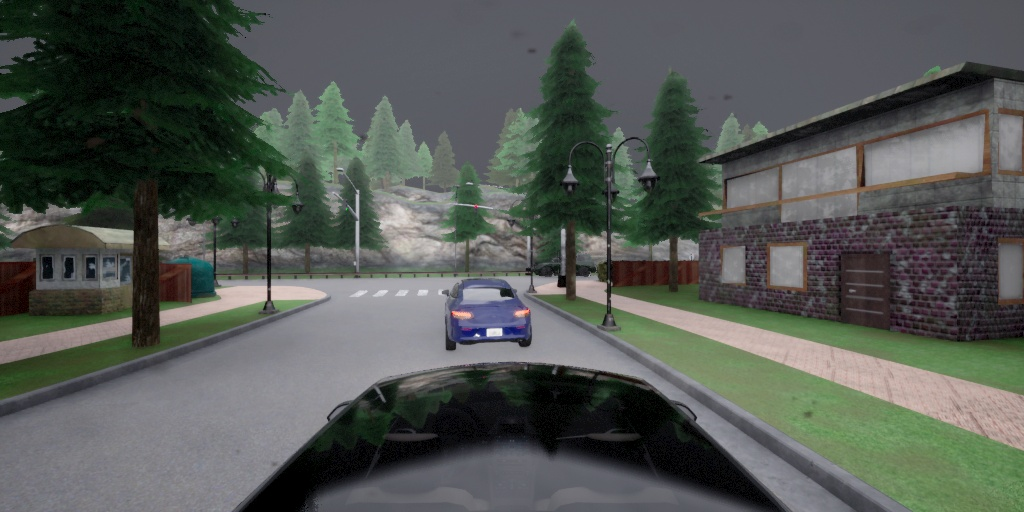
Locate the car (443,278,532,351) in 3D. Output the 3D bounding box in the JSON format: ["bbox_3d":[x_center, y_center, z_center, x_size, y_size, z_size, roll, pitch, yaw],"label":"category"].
[{"bbox_3d":[-0.756,1.276,9.025,1.812,1.442,4.674,0,0,-11],"label":"car"}]

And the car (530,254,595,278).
[{"bbox_3d":[4.403,0.814,31.035,5.566,2.045,2.150,0,0,-12],"label":"car"}]
